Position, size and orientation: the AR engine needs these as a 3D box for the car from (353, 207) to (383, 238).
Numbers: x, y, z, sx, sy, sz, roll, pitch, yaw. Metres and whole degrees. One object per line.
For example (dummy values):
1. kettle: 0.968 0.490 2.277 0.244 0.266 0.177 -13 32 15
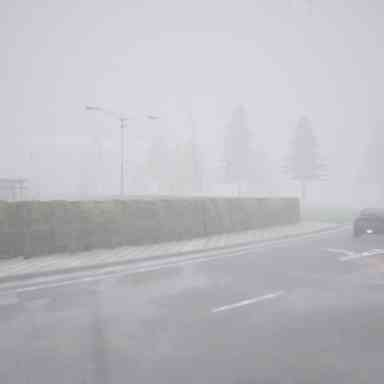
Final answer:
1. car: 9.830 1.556 17.097 1.837 1.490 4.892 0 0 43
